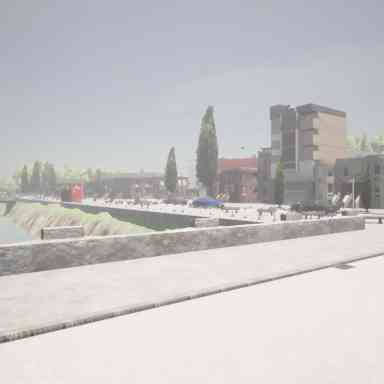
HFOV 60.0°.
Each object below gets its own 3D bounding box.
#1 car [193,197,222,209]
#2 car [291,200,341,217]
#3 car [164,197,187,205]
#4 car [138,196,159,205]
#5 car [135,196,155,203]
[{"bbox_3d":[2.078,1.477,45.194,1.882,1.535,5.008,0,0,-36],"label":"car"},{"bbox_3d":[11.749,1.505,31.697,1.837,1.490,4.892,0,0,-36],"label":"car"},{"bbox_3d":[-2.932,1.547,59.381,2.033,1.411,5.357,0,0,-35],"label":"car"},{"bbox_3d":[-7.670,1.527,58.940,1.812,1.442,4.674,0,0,-35],"label":"car"},{"bbox_3d":[-9.805,1.546,68.972,2.033,1.411,5.357,0,0,-36],"label":"car"}]
